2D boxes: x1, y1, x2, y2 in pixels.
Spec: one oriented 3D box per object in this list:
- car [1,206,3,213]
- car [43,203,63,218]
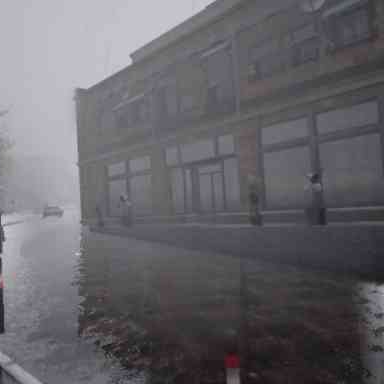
[{"bbox_3d":[-34.304,3.036,55.343,5.566,2.045,2.150,-4,-3,10],"label":"car"},{"bbox_3d":[-15.353,1.998,36.660,2.128,1.511,4.902,-2,0,-21],"label":"car"}]
